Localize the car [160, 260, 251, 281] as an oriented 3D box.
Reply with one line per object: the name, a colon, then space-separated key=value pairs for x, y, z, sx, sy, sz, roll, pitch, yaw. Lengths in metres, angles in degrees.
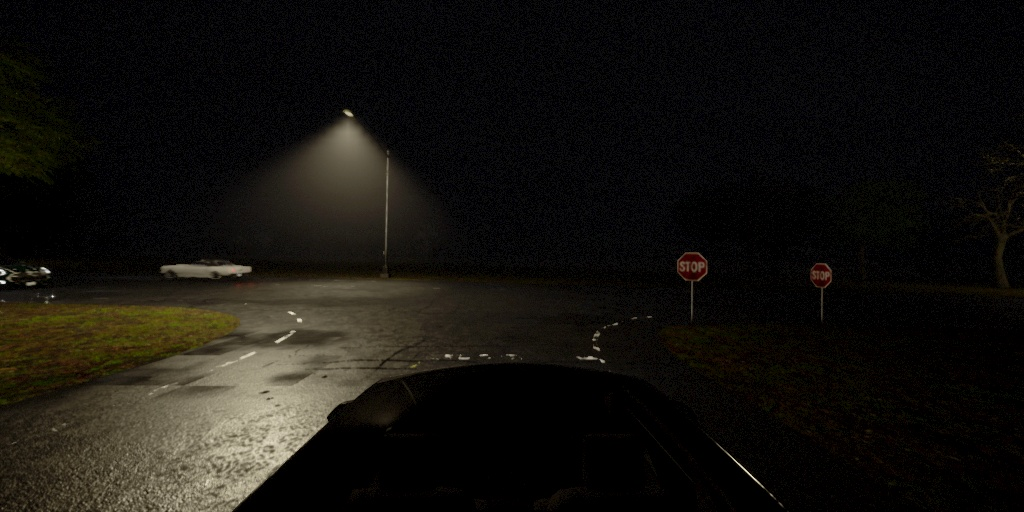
car: x=-20.298 y=0.906 z=23.813 sx=4.718 sy=1.301 sz=1.895 roll=2 pitch=1 yaw=0

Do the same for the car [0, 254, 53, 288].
car: x=-24.779 y=0.656 z=16.808 sx=4.553 sy=1.767 sz=2.097 roll=2 pitch=1 yaw=0
